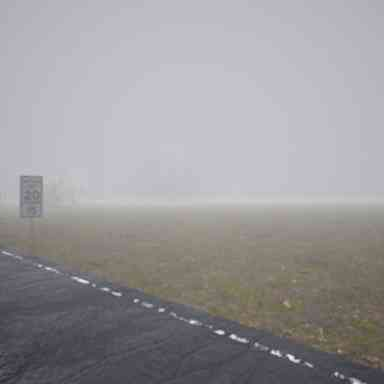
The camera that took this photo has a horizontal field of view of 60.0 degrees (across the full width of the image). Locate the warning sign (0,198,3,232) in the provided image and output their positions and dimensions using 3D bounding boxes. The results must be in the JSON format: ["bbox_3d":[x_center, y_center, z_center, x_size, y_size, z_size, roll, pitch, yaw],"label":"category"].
[{"bbox_3d":[-11.507,1.294,18.639,1.060,1.860,1.300,0,0,44],"label":"warning sign"}]
